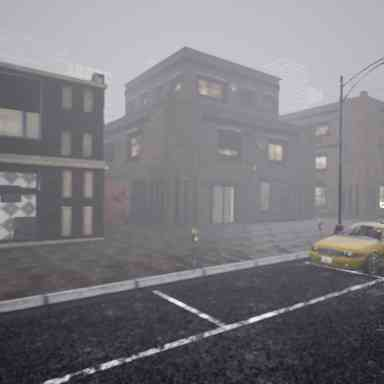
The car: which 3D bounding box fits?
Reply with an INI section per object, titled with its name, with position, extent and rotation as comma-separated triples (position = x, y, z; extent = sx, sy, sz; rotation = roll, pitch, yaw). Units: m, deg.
[car]
position = 5.673, 1.550, 10.553
extent = 4.829, 1.417, 1.752
rotation = 0, 1, -35
